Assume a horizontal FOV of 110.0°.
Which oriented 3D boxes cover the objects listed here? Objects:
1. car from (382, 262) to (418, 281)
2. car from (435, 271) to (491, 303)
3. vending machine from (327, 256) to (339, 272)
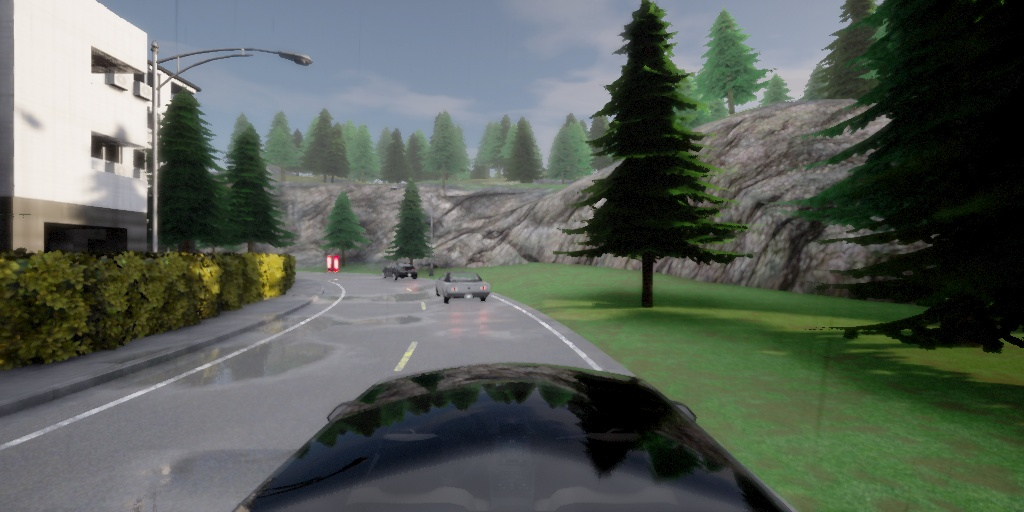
[{"bbox_3d":[-9.608,1.266,30.544,1.837,1.490,4.892,0,0,-37],"label":"car"},{"bbox_3d":[-2.474,1.366,16.824,1.895,1.301,4.718,0,0,-18],"label":"car"},{"bbox_3d":[-22.291,0.944,44.657,0.880,2.100,1.100,0,0,22],"label":"vending machine"}]
